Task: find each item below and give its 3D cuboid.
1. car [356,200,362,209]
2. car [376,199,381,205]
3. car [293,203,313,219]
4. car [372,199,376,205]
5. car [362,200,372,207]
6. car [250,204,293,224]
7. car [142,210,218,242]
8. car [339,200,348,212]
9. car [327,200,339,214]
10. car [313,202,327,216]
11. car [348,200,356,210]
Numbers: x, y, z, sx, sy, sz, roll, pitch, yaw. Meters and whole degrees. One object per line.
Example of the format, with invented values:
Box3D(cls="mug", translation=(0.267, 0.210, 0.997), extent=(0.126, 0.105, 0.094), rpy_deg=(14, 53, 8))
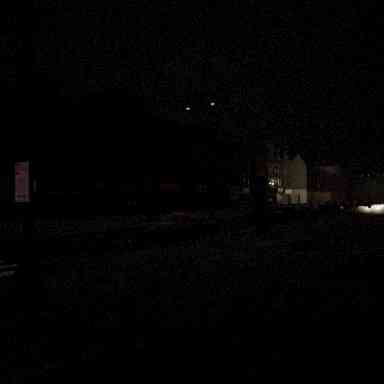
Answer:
Box3D(cls="car", translation=(25.493, 2.011, 53.486), extent=(2.008, 1.369, 4.403), rpy_deg=(-1, -1, 35))
Box3D(cls="car", translation=(44.990, 2.458, 81.036), extent=(2.008, 1.369, 4.403), rpy_deg=(-2, -2, 35))
Box3D(cls="car", translation=(9.244, 1.741, 30.526), extent=(2.008, 1.369, 4.403), rpy_deg=(-1, -1, 35))
Box3D(cls="car", translation=(35.242, 2.209, 67.262), extent=(1.887, 1.381, 4.507), rpy_deg=(-1, -2, 35))
Box3D(cls="car", translation=(31.993, 2.144, 62.671), extent=(2.008, 1.369, 4.403), rpy_deg=(-1, -1, 35))
Box3D(cls="car", translation=(5.995, 1.713, 25.934), extent=(1.947, 1.339, 4.313), rpy_deg=(-1, -1, 35))
Box3D(cls="car", translation=(-0.407, 1.597, 16.889), extent=(1.752, 1.417, 4.829), rpy_deg=(-1, -1, 35))
Box3D(cls="car", translation=(18.992, 1.782, 44.304), extent=(1.967, 1.590, 4.097), rpy_deg=(-1, -1, 35))
Box3D(cls="car", translation=(15.744, 1.832, 39.710), extent=(1.887, 1.381, 4.507), rpy_deg=(-1, -1, 35))
Box3D(cls="car", translation=(12.494, 1.819, 35.118), extent=(1.802, 1.307, 4.206), rpy_deg=(-1, -1, 35))
Box3D(cls="car", translation=(22.243, 1.950, 48.895), extent=(2.008, 1.369, 4.403), rpy_deg=(-1, -1, 35))
